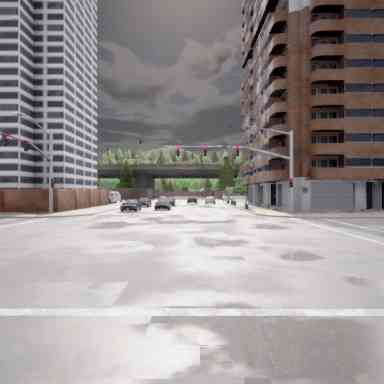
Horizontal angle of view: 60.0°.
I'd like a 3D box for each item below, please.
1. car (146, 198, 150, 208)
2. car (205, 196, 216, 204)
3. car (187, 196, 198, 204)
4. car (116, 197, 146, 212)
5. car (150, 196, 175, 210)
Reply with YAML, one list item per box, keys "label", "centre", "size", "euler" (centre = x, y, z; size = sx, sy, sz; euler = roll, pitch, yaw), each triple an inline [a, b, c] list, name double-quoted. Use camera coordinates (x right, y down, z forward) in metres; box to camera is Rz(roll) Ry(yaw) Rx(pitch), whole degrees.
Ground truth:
- label: "car"
  centre: [-7.124, 1.547, 49.722]
  size: [2.033, 1.411, 5.357]
  euler: [0, 0, 0]
- label: "car"
  centre: [3.455, 1.525, 63.109]
  size: [1.812, 1.442, 4.674]
  euler: [0, 0, 0]
- label: "car"
  centre: [0.056, 1.505, 63.147]
  size: [1.837, 1.490, 4.892]
  euler: [0, 0, 0]
- label: "car"
  centre: [-7.127, 1.547, 39.369]
  size: [2.033, 1.411, 5.357]
  euler: [0, 0, 0]
- label: "car"
  centre: [-3.628, 1.547, 42.242]
  size: [2.033, 1.411, 5.357]
  euler: [0, 0, 0]
